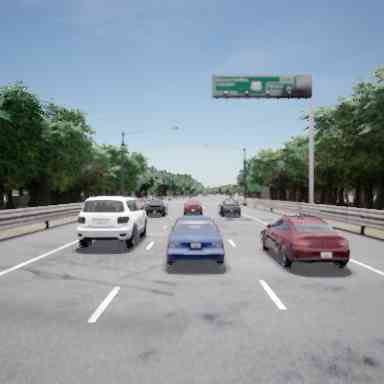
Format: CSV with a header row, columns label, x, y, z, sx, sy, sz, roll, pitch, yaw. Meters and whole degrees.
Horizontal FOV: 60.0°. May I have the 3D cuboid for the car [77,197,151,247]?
label,x,y,z,sx,sy,sz,roll,pitch,yaw
car,-3.395,1.221,15.063,2.150,2.045,5.566,0,0,0

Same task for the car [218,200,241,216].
label,x,y,z,sx,sy,sz,roll,pitch,yaw
car,3.612,1.516,32.466,2.128,1.511,4.902,0,0,0

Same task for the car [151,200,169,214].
label,x,y,z,sx,sy,sz,roll,pitch,yaw
car,-3.388,1.530,32.576,1.837,1.490,4.892,0,0,0

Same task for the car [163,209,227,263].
label,x,y,z,sx,sy,sz,roll,pitch,yaw
car,0.105,1.547,11.874,2.033,1.411,5.357,0,0,0

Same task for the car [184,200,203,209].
label,x,y,z,sx,sy,sz,roll,pitch,yaw
car,0.111,1.553,33.638,1.812,1.442,4.674,0,0,0

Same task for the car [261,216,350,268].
label,x,y,z,sx,sy,sz,roll,pitch,yaw
car,3.605,1.525,11.213,1.812,1.442,4.674,0,0,0
